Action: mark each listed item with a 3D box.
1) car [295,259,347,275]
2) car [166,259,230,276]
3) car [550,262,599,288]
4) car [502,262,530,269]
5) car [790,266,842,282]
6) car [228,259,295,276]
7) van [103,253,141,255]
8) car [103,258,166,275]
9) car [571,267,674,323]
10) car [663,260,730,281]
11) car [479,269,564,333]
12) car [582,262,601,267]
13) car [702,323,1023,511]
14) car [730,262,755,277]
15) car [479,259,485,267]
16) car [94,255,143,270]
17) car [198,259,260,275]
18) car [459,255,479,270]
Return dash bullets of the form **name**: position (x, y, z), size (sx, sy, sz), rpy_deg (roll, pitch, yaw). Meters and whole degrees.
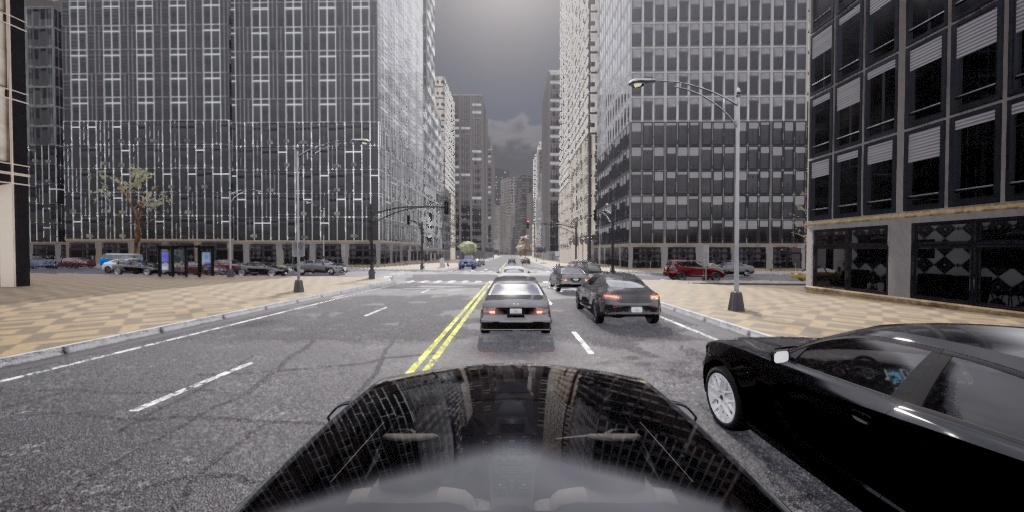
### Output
- **car**: position (-18.814, 1.091, 35.279), size (4.902, 1.511, 2.128), rpy_deg (1, 1, 1)
- **car**: position (-28.429, 1.138, 32.782), size (4.207, 1.307, 1.802), rpy_deg (0, 0, 1)
- **car**: position (3.344, 1.287, 21.317), size (2.033, 1.411, 5.357), rpy_deg (0, 0, 0)
- **car**: position (0.092, 1.266, 20.228), size (1.812, 1.442, 4.674), rpy_deg (0, 0, 0)
- **car**: position (27.628, 1.578, 31.950), size (4.829, 1.417, 1.751), rpy_deg (0, 0, 1)
- **car**: position (-22.745, 1.173, 32.651), size (4.313, 1.339, 1.948), rpy_deg (0, 0, 1)
- **van**: position (-45.305, 0.605, 41.608), size (3.998, 1.789, 1.690), rpy_deg (0, 0, 1)
- **car**: position (-34.110, 1.069, 32.952), size (4.313, 1.339, 1.948), rpy_deg (0, 0, 1)
- **car**: position (3.347, 1.271, 11.906), size (1.812, 1.442, 4.674), rpy_deg (0, 0, 0)
- **car**: position (16.180, 1.268, 32.141), size (5.009, 1.841, 2.192), rpy_deg (0, 0, 1)
- **car**: position (0.097, 1.294, 10.637), size (2.033, 1.411, 5.357), rpy_deg (0, 0, 0)
- **car**: position (7.089, 1.308, 39.253), size (5.357, 1.411, 2.033), rpy_deg (1, 1, 23)
- **car**: position (3.345, 1.227, 2.560), size (1.882, 1.535, 5.008), rpy_deg (0, 0, 0)
- **car**: position (22.806, 1.405, 37.807), size (4.902, 1.511, 2.128), rpy_deg (0, 1, 1)
- **car**: position (-6.592, 1.193, 63.788), size (2.128, 1.511, 4.902), rpy_deg (0, 0, 0)
- **car**: position (-37.960, 0.951, 35.668), size (4.674, 1.442, 1.812), rpy_deg (1, 1, 2)
- **car**: position (-27.911, 1.043, 35.460), size (4.674, 1.442, 1.812), rpy_deg (1, 1, 1)
- **car**: position (-6.621, 0.935, 53.870), size (2.150, 2.045, 5.566), rpy_deg (0, 0, 0)
